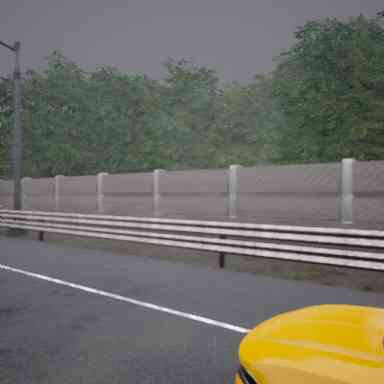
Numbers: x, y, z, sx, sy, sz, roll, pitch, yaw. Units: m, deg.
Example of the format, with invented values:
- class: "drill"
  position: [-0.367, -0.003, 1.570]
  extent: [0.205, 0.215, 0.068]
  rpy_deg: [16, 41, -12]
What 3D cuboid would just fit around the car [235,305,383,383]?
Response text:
- class: "car"
  position: [2.667, 1.476, 2.103]
  extent: [5.008, 1.535, 1.882]
  rpy_deg: [0, 0, 35]
